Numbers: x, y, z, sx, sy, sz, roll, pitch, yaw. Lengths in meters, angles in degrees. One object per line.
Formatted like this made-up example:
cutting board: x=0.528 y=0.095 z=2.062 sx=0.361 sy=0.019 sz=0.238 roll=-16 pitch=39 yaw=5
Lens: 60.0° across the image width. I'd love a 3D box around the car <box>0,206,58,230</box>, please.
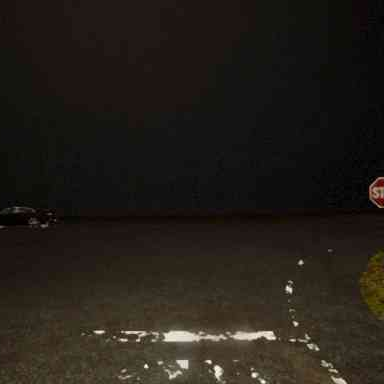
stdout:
car: x=-11.430 y=1.682 z=21.954 sx=4.902 sy=1.511 sz=2.128 roll=-1 pitch=-3 yaw=1
